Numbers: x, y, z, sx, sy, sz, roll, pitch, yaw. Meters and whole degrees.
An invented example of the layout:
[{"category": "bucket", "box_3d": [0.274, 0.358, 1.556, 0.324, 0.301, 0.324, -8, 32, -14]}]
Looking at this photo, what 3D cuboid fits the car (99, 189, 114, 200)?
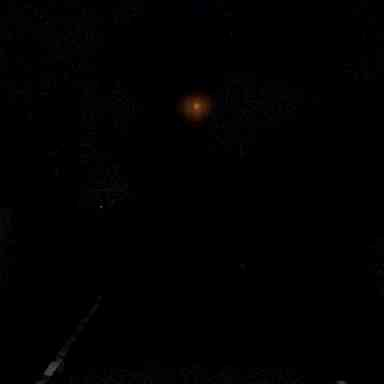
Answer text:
[{"category": "car", "box_3d": [-11.925, 0.299, 46.269, 1.812, 1.442, 4.674, -1, 2, -18]}]
